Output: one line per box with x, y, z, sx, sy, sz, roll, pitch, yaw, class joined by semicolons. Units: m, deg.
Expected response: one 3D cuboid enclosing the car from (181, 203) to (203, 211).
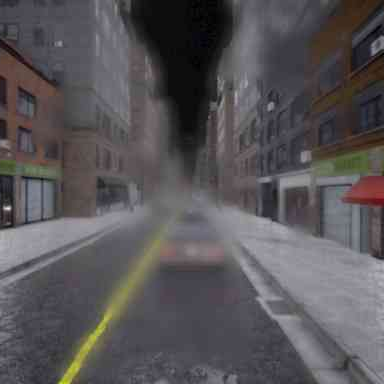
0.019;1.667;29.482;1.994;1.385;4.181;0;0;0;car

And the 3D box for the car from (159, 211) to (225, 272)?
0.025;1.582;10.833;2.033;1.411;5.357;0;0;0;car

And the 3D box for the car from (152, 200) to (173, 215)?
-3.133;1.637;35.814;1.837;1.490;4.892;0;-1;0;car
